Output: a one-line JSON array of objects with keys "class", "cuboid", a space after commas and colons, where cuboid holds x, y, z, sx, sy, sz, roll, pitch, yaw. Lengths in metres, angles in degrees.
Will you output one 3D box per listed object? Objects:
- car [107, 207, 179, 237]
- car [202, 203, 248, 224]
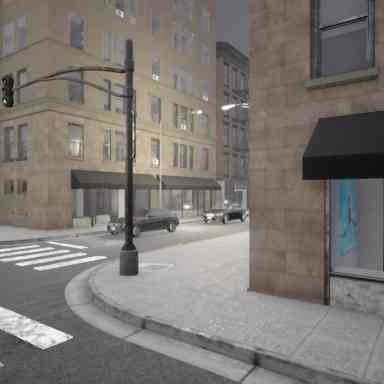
[{"class": "car", "cuboid": [-2.604, 1.620, 18.810, 1.812, 1.442, 4.674, 0, 0, 37]}, {"class": "car", "cuboid": [2.697, 1.640, 26.285, 2.128, 1.511, 4.902, 0, 0, 35]}]
